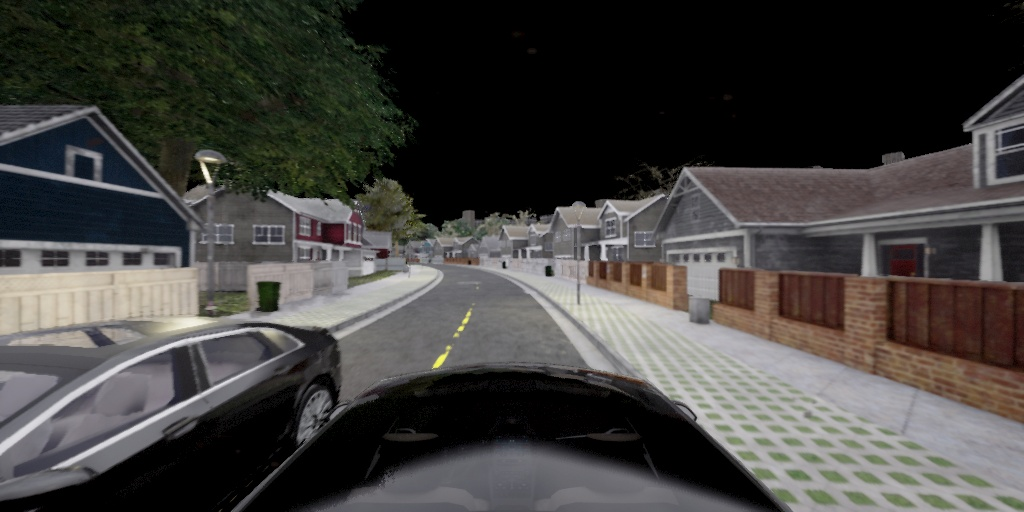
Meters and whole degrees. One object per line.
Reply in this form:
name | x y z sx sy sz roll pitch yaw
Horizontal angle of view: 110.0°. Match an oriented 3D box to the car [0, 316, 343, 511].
car | -2.799 1.236 2.111 2.128 1.511 4.902 0 0 -1
